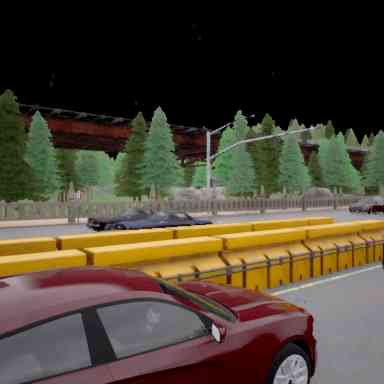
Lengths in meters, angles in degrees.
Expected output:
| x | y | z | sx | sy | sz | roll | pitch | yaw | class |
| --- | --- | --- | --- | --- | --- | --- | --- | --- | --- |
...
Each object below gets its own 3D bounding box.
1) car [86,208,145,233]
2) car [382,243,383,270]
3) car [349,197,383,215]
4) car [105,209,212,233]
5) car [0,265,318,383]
| x | y | z | sx | sy | sz | roll | pitch | yaw | class |
| --- | --- | --- | --- | --- | --- | --- | --- | --- | --- |
| -3.438 | 1.601 | 18.734 | 4.718 | 1.301 | 1.895 | 0 | 0 | -35 | car |
| 6.953 | 1.478 | 8.731 | 5.008 | 1.535 | 1.882 | 0 | 0 | -35 | car |
| 18.132 | 1.352 | 34.116 | 4.553 | 1.767 | 2.097 | 0 | 0 | -35 | car |
| -1.394 | 1.601 | 15.893 | 4.718 | 1.301 | 1.895 | 0 | 0 | -35 | car |
| -0.866 | 1.478 | 3.127 | 5.008 | 1.535 | 1.882 | 0 | 0 | -35 | car |
